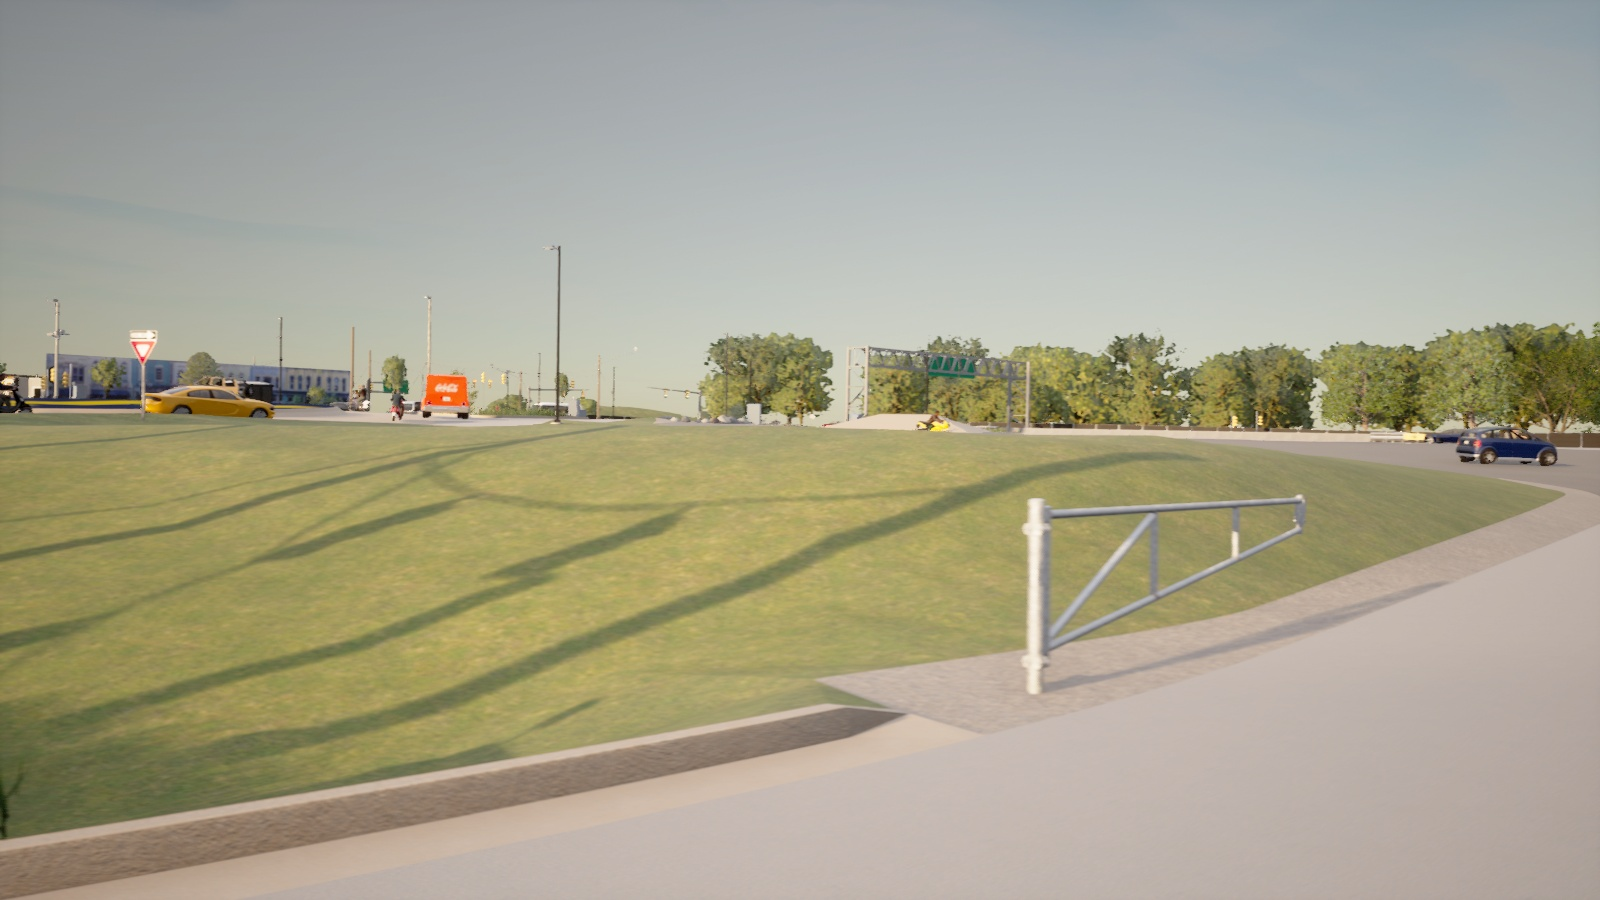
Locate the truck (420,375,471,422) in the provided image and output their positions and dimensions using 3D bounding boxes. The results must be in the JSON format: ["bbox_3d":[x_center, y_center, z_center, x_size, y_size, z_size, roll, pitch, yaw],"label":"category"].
[{"bbox_3d":[-20.241,-2.973,71.580,2.627,2.467,5.204,1,3,-17],"label":"truck"}]

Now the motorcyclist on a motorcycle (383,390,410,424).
[{"bbox_3d":[-20.487,-2.189,63.841,0.866,1.590,1.817,3,4,-6],"label":"motorcyclist on a motorcycle"}]

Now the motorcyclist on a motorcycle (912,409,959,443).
[{"bbox_3d":[6.357,-1.145,59.108,2.044,1.523,0.797,3,3,38],"label":"motorcyclist on a motorcycle"}]

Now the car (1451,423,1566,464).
[{"bbox_3d":[29.390,-0.285,52.160,3.705,1.549,1.789,2,3,-2],"label":"car"}]

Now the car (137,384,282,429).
[{"bbox_3d":[-24.188,-1.769,51.560,1.882,1.535,5.008,7,5,44],"label":"car"}]

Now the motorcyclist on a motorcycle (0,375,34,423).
[{"bbox_3d":[-27.494,-1.751,43.277,1.817,1.590,0.866,0,0,-29],"label":"motorcyclist on a motorcycle"}]

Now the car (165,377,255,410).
[{"bbox_3d":[-36.028,-3.449,76.747,4.605,1.855,1.932,1,1,2],"label":"car"}]
